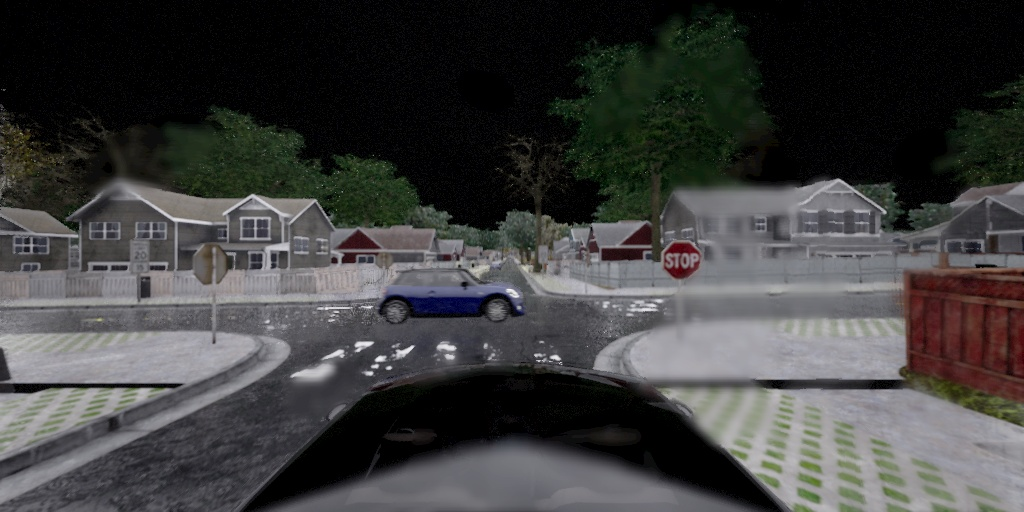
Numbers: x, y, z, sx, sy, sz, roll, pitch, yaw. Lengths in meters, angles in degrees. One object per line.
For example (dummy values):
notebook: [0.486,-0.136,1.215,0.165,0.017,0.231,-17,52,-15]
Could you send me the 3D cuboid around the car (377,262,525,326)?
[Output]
car: [-1.871,1.173,11.725,4.553,1.767,2.097,-1,0,-1]
